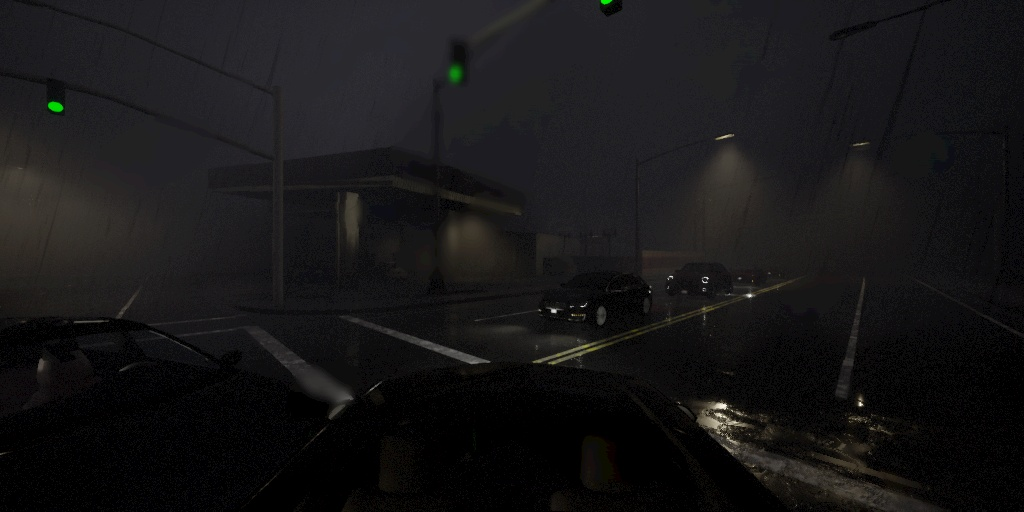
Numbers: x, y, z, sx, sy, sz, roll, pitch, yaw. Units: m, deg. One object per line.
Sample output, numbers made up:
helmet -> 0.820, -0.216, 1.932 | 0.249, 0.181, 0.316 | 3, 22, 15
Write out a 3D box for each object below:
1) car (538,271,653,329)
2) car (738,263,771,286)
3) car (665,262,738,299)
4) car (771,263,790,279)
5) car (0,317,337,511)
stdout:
car -> 2.841, 1.255, 11.520 | 1.837, 1.490, 4.892 | 0, 0, 44
car -> 16.559, 1.314, 25.324 | 1.994, 1.385, 4.181 | 0, 0, 44
car -> 9.656, 1.102, 18.390 | 2.097, 1.767, 4.553 | 0, 0, 45
car -> 23.667, 1.314, 32.403 | 4.181, 1.385, 1.994 | 0, 0, -45
car -> -3.430, 1.242, 2.480 | 4.902, 1.511, 2.128 | 0, 0, 15
